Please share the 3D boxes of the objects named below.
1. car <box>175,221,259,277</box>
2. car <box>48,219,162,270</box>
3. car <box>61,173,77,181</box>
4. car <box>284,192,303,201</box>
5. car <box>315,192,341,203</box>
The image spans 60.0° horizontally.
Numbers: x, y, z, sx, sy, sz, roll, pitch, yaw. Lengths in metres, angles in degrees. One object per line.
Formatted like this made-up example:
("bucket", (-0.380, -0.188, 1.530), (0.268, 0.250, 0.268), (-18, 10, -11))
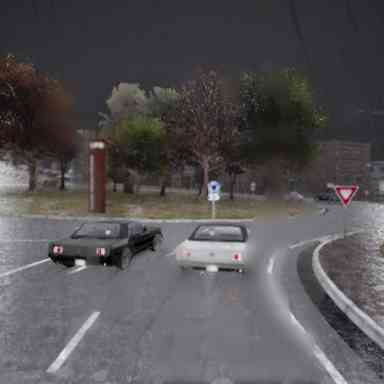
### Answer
("car", (1.007, 1.547, 10.206), (1.895, 1.301, 4.718), (0, 0, 13))
("car", (-2.445, 1.532, 10.821), (1.895, 1.301, 4.718), (0, 0, 12))
("car", (-31.090, -3.616, 87.722), (2.231, 1.521, 4.892), (7, 6, 28))
("car", (16.028, 0.736, 54.104), (1.812, 1.442, 4.674), (-1, 2, -23))
("car", (20.625, 0.809, 50.416), (2.128, 1.511, 4.902), (0, 2, -15))
